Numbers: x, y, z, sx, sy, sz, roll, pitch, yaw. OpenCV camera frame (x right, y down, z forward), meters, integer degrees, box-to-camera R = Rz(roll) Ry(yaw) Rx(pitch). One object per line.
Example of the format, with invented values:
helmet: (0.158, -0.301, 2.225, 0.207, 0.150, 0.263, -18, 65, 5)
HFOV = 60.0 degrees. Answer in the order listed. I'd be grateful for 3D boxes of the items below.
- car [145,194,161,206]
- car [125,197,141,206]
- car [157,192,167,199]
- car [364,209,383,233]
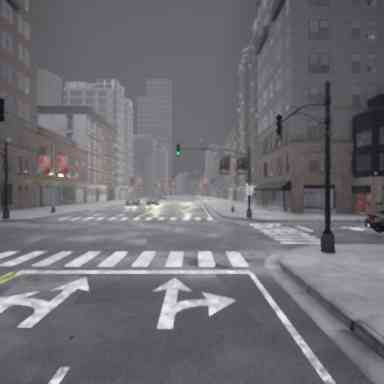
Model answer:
car: (-6.528, 1.543, 55.207, 1.837, 1.490, 4.892, 0, 0, 0)
car: (-9.776, 1.531, 55.349, 2.128, 1.511, 4.902, 0, 0, 1)
car: (-6.461, 0.919, 70.555, 2.150, 2.045, 5.566, 0, 0, 0)
car: (12.169, 1.608, 18.383, 4.892, 1.490, 1.837, 0, 0, 0)
